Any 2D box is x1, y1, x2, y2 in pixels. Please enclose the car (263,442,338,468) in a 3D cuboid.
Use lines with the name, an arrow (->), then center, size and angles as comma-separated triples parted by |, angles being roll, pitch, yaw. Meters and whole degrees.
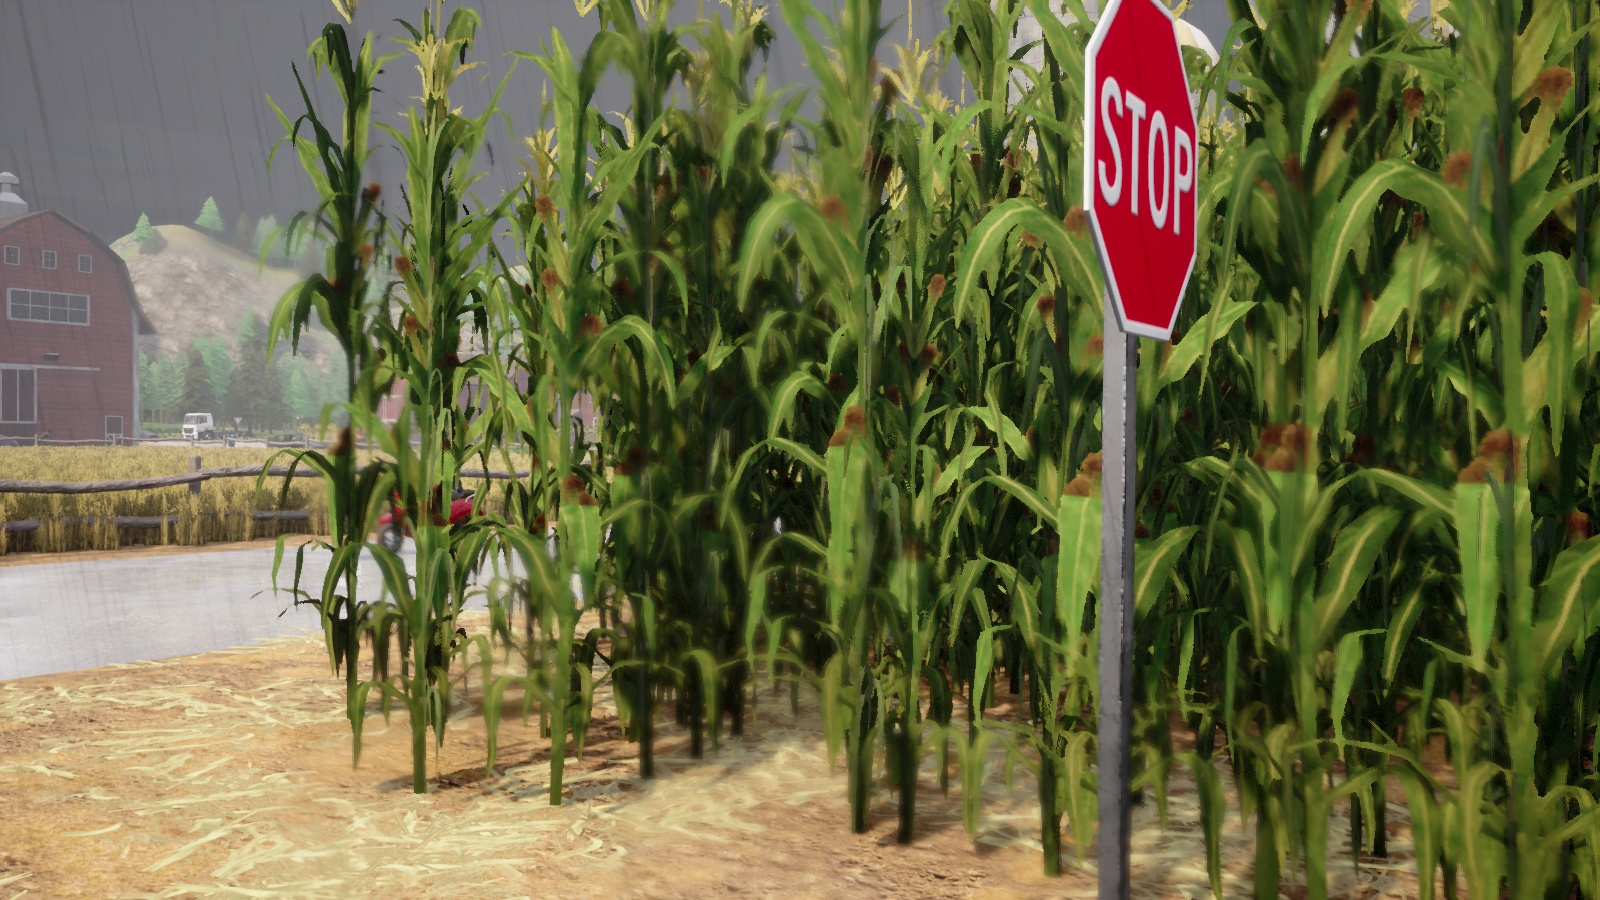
car -> -29.391, 0.312, 73.876 | 4.193, 1.474, 1.816 | 0, 1, 27

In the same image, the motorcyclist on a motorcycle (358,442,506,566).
motorcyclist on a motorcycle -> -5.014, 0.695, 17.219 | 0.866, 1.590, 1.817 | 0, 1, 33

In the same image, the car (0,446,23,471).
car -> -47.301, 0.527, 71.669 | 1.812, 1.442, 4.674 | 0, 1, 34
